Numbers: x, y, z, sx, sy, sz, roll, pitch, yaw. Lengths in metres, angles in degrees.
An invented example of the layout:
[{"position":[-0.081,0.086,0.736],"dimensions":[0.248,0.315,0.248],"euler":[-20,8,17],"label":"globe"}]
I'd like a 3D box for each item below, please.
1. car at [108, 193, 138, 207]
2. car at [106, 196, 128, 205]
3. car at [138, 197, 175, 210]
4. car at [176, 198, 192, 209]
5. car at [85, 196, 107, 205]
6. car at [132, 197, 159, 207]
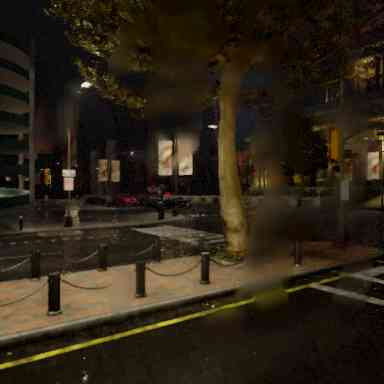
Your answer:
[{"position":[-10.641,1.249,52.343],"dimensions":[2.150,2.045,5.566],"euler":[0,0,-37],"label":"car"},{"position":[-13.981,1.557,61.941],"dimensions":[1.812,1.442,4.674],"euler":[0,0,-44],"label":"car"},{"position":[-4.693,1.575,44.069],"dimensions":[2.033,1.411,5.357],"euler":[0,0,-35],"label":"car"},{"position":[-1.947,1.524,46.226],"dimensions":[2.128,1.511,4.902],"euler":[0,0,-36],"label":"car"},{"position":[-17.338,1.504,60.153],"dimensions":[5.008,1.535,1.882],"euler":[0,0,42],"label":"car"},{"position":[-7.629,1.580,54.149],"dimensions":[2.033,1.411,5.357],"euler":[0,0,-36],"label":"car"}]
